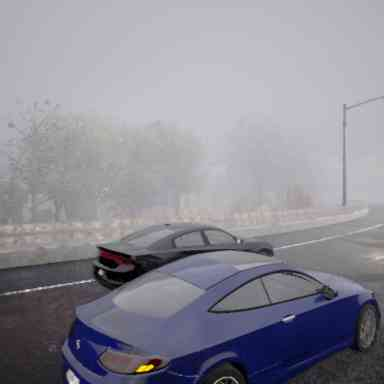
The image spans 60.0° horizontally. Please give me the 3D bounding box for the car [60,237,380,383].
[{"bbox_3d":[0.725,1.549,4.465,4.674,1.442,1.812,1,0,-38],"label":"car"}]

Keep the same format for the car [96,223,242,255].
[{"bbox_3d":[0.048,1.516,8.424,5.008,1.535,1.882,0,0,-39],"label":"car"}]
